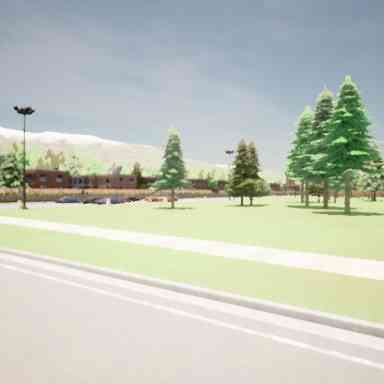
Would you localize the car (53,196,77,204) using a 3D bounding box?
[{"bbox_3d":[-22.882,1.482,61.678,2.033,1.411,5.357,0,0,36],"label":"car"}]

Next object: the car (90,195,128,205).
[{"bbox_3d":[-13.949,1.494,56.202,2.033,1.411,5.357,0,0,35],"label":"car"}]

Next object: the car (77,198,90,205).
[{"bbox_3d":[-16.918,1.421,58.051,1.882,1.535,5.008,0,0,35],"label":"car"}]

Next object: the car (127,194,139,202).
[{"bbox_3d":[-13.941,1.276,74.398,2.097,1.767,4.553,0,0,35],"label":"car"}]

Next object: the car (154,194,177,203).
[{"bbox_3d":[-5.034,1.324,68.816,2.097,1.767,4.553,0,0,35],"label":"car"}]

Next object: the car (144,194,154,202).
[{"bbox_3d":[-8.111,1.274,70.520,2.097,1.767,4.553,0,0,35],"label":"car"}]
